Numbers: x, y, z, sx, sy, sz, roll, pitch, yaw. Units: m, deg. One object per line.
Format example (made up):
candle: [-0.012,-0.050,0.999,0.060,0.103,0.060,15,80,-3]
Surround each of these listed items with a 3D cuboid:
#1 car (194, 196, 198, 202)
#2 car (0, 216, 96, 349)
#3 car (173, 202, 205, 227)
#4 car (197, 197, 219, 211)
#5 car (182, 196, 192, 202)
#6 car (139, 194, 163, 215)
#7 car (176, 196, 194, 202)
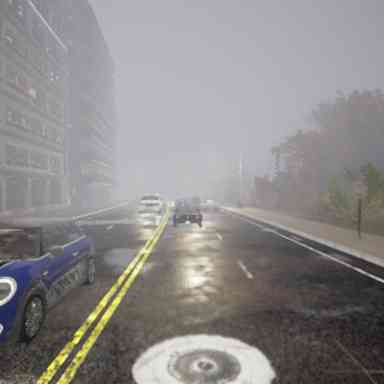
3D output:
car: [0.537,1.509,60.791,1.812,1.442,4.674,0,0,-5]
car: [-3.418,1.355,6.402,2.097,1.767,4.553,0,0,-1]
car: [-0.347,1.602,23.048,1.895,1.301,4.718,0,0,-2]
car: [2.080,1.595,40.207,1.895,1.301,4.718,0,0,-3]
car: [-1.286,1.564,77.487,1.895,1.301,4.718,0,0,-7]
car: [-4.272,1.225,34.890,2.150,2.045,5.566,0,0,-3]
car: [-1.224,1.544,41.209,2.033,1.411,5.357,0,0,-4]
